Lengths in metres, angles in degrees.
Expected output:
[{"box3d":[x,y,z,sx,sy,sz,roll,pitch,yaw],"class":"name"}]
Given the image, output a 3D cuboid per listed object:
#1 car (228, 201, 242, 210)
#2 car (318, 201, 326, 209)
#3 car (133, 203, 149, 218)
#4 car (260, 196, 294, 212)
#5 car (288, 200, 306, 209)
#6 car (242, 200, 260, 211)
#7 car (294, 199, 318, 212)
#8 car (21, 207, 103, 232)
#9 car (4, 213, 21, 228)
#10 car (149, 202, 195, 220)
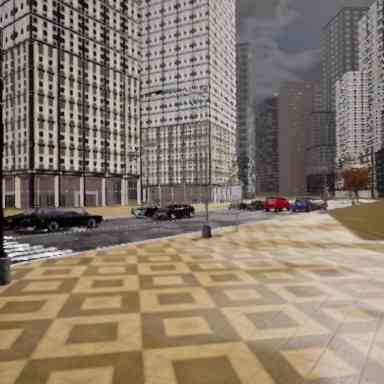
[{"box3d":[7.101,2.041,50.754,1.994,1.385,4.181,-1,-1,33],"class":"car"},{"box3d":[20.222,2.030,53.315,1.895,1.301,4.718,-1,-1,30],"class":"car"},{"box3d":[-4.002,1.842,34.253,2.128,1.511,4.902,-1,-1,34],"class":"car"},{"box3d":[11.811,1.620,45.926,2.150,2.045,5.566,-1,-1,33],"class":"car"},{"box3d":[17.443,2.064,55.000,1.895,1.301,4.718,-1,-1,30],"class":"car"},{"box3d":[9.559,1.946,48.576,1.837,1.490,4.892,-1,-1,33],"class":"car"},{"box3d":[15.138,1.723,45.095,2.097,1.767,4.553,-1,-1,33],"class":"car"},{"box3d":[-8.348,1.834,22.088,1.895,1.301,4.718,-1,-1,34],"class":"car"},{"box3d":[-10.944,1.816,24.069,2.033,1.411,5.357,-1,-1,34],"class":"car"},{"box3d":[-1.611,1.818,31.988,1.837,1.490,4.892,-1,-1,34],"class":"car"}]
